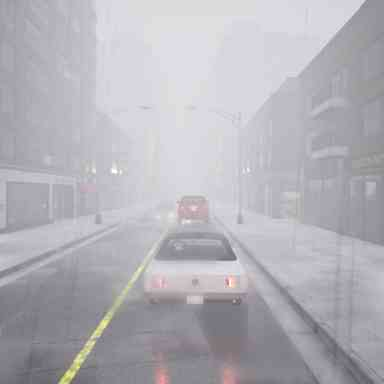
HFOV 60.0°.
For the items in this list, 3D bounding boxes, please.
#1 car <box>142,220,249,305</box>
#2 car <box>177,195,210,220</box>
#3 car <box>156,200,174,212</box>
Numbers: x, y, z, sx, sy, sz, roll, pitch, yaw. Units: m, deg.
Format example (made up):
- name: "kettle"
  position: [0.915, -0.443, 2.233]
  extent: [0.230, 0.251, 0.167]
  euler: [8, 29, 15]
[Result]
- name: "car"
  position: [0.093, 1.601, 8.037]
  extent: [1.895, 1.301, 4.718]
  euler: [0, 0, 1]
- name: "car"
  position: [0.092, 1.224, 24.172]
  extent: [2.150, 2.045, 5.566]
  euler: [0, 0, 0]
- name: "car"
  position: [-3.111, 1.611, 39.150]
  extent: [1.895, 1.301, 4.718]
  euler: [0, 0, 0]
